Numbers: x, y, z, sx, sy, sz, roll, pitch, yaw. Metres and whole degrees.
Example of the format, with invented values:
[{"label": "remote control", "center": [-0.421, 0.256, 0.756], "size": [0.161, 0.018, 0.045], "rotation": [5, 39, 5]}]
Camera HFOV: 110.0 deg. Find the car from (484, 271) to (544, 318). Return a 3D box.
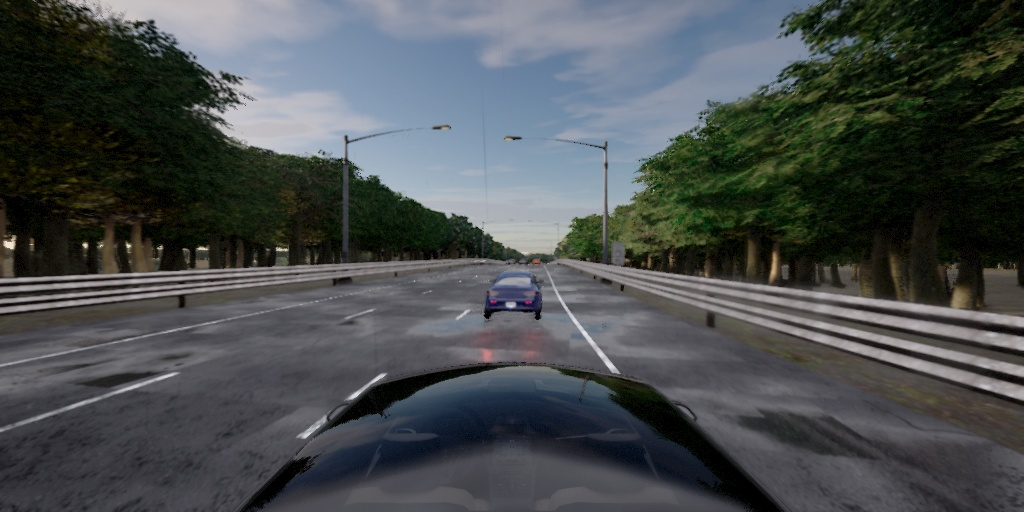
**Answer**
[{"label": "car", "center": [0.145, 1.263, 12.802], "size": [1.812, 1.442, 4.674], "rotation": [0, 0, 4]}]
